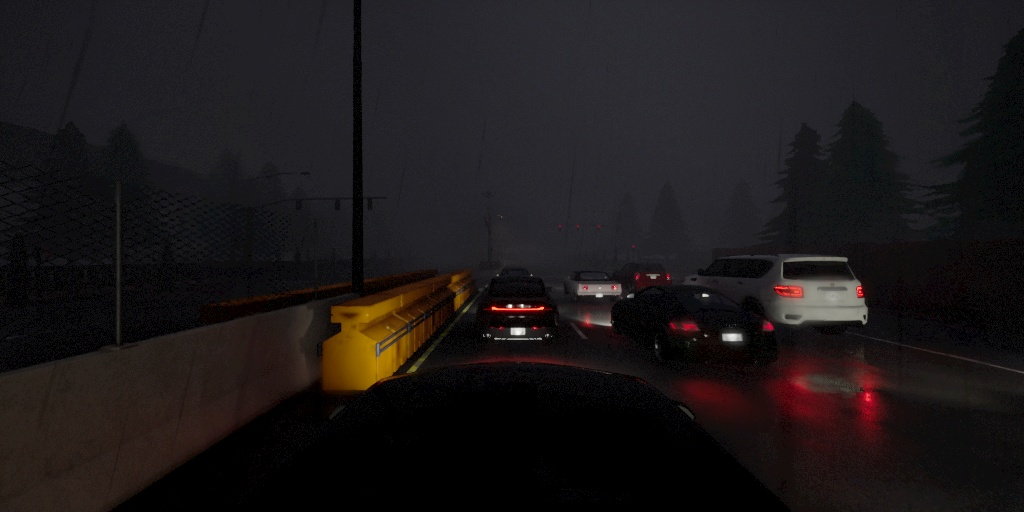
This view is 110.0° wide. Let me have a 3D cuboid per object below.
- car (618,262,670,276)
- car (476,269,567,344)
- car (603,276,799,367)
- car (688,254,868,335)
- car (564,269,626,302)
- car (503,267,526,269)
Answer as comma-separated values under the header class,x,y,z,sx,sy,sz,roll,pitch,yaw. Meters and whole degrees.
class,x,y,z,sx,sy,sz,roll,pitch,yaw
car,7.142,1.102,20.221,2.097,1.767,4.553,0,0,0
car,0.118,1.255,9.563,1.837,1.490,4.892,0,0,0
car,3.622,1.314,7.934,1.994,1.385,4.181,0,0,-1
car,7.121,0.971,10.635,2.150,2.045,5.566,0,0,0
car,3.635,1.351,17.116,1.895,1.301,4.718,0,0,0
car,0.137,1.297,19.080,2.033,1.411,5.357,0,0,0
